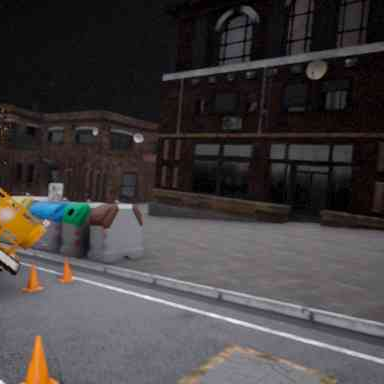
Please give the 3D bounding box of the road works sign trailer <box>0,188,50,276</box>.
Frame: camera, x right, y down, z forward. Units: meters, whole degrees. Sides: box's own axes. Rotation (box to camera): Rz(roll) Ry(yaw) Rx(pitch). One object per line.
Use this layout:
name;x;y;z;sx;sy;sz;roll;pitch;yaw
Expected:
road works sign trailer;-5.403;1.177;8.280;2.380;2.880;3.560;47;-19;-16
